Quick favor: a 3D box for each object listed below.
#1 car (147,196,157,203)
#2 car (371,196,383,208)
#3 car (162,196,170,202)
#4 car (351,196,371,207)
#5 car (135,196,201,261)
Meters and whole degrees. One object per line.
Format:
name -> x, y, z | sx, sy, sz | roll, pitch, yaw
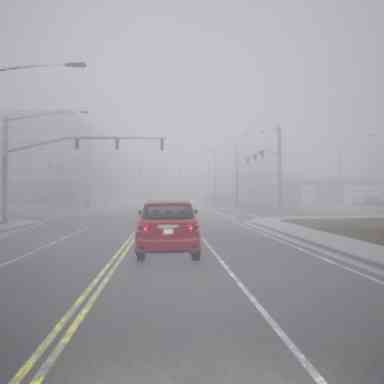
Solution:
car -> -10.181, 1.820, 84.895 | 2.097, 1.767, 4.553 | 0, 0, -5
car -> 28.577, 1.500, 47.409 | 5.008, 1.535, 1.882 | 0, 0, -18
car -> -7.192, 1.815, 91.458 | 2.128, 1.511, 4.902 | 0, 0, -5
car -> 26.470, 1.403, 50.447 | 4.553, 1.767, 2.097 | 0, 0, -17
car -> -0.905, 1.289, 12.735 | 2.150, 2.045, 5.566 | 0, 0, -4
